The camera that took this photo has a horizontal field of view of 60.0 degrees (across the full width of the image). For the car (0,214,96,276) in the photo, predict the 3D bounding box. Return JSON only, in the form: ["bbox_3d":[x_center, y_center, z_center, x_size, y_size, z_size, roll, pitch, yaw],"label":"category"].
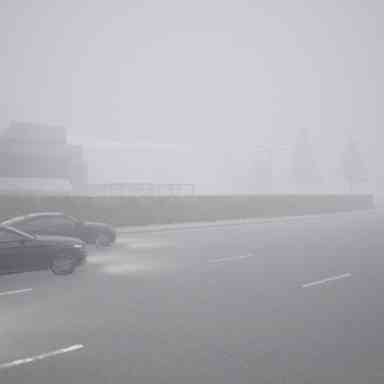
[{"bbox_3d":[-5.187,1.526,8.662,4.674,1.442,1.812,0,0,-36],"label":"car"}]

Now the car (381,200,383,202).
[{"bbox_3d":[15.717,1.477,23.551,5.008,1.535,1.882,0,0,-35],"label":"car"}]

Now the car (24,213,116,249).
[{"bbox_3d":[-5.292,1.526,12.885,4.674,1.442,1.812,0,0,-36],"label":"car"}]

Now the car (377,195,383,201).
[{"bbox_3d":[44.433,1.478,76.905,1.882,1.535,5.008,0,0,13],"label":"car"}]
